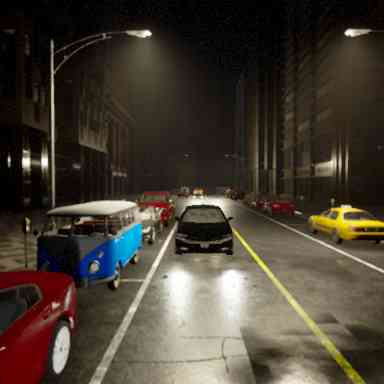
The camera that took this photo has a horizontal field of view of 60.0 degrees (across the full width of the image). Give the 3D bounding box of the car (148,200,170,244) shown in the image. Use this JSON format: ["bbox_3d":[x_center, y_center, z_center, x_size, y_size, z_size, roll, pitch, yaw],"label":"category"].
[{"bbox_3d":[-2.227,1.253,13.832,2.008,1.369,4.403,0,1,1],"label":"car"}]

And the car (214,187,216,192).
[{"bbox_3d":[7.186,-0.142,81.137,2.008,1.369,4.403,0,1,1],"label":"car"}]

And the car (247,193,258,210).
[{"bbox_3d":[6.519,0.934,30.583,1.802,1.307,4.206,0,1,1],"label":"car"}]

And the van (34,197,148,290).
[{"bbox_3d":[-2.301,1.163,8.211,1.690,1.788,3.998,0,1,1],"label":"van"}]

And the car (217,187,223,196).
[{"bbox_3d":[7.038,-0.146,69.897,2.192,1.841,5.009,0,1,1],"label":"car"}]

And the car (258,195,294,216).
[{"bbox_3d":[6.445,1.052,24.967,1.802,1.307,4.206,0,1,1],"label":"car"}]

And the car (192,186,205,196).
[{"bbox_3d":[1.280,0.008,70.246,1.882,1.535,5.008,0,1,1],"label":"car"}]

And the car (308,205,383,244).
[{"bbox_3d":[6.299,1.230,13.901,1.752,1.417,4.829,0,1,1],"label":"car"}]

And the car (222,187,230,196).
[{"bbox_3d":[6.889,0.210,58.666,1.967,1.590,4.097,0,1,1],"label":"car"}]

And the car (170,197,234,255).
[{"bbox_3d":[0.418,1.215,12.261,1.882,1.535,5.008,0,2,1],"label":"car"}]

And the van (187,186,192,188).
[{"bbox_3d":[-1.487,-0.126,69.994,1.690,1.788,3.998,0,1,1],"label":"van"}]

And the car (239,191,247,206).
[{"bbox_3d":[6.595,0.756,36.369,1.752,1.417,4.829,0,1,1],"label":"car"}]

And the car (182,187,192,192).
[{"bbox_3d":[-1.561,0.215,64.383,1.947,1.339,4.313,0,1,1],"label":"car"}]

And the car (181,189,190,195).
[{"bbox_3d":[-1.413,-0.038,75.615,1.887,1.381,4.507,0,1,1],"label":"car"}]

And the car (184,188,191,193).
[{"bbox_3d":[-1.191,-0.345,92.466,1.802,1.307,4.206,0,1,1],"label":"car"}]

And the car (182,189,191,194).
[{"bbox_3d":[-1.339,-0.132,81.233,1.947,1.339,4.313,0,1,1],"label":"car"}]

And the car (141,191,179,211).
[{"bbox_3d":[-2.153,0.899,19.444,2.192,1.841,5.009,0,1,1],"label":"car"}]

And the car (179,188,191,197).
[{"bbox_3d":[-1.635,0.346,58.766,1.802,1.307,4.206,0,1,1],"label":"car"}]

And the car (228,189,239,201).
[{"bbox_3d":[6.741,0.568,47.435,1.947,1.339,4.313,0,1,1],"label":"car"}]

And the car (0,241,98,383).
[{"bbox_3d":[-2.376,1.485,2.598,1.887,1.381,4.507,0,1,1],"label":"car"}]

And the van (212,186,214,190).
[{"bbox_3d":[7.334,-0.581,92.367,1.690,1.788,3.998,0,1,1],"label":"van"}]

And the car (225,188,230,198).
[{"bbox_3d":[6.815,0.431,53.051,1.887,1.381,4.507,0,1,1],"label":"car"}]
